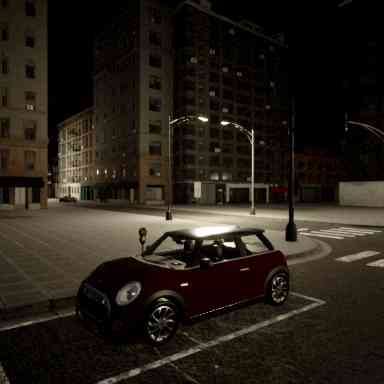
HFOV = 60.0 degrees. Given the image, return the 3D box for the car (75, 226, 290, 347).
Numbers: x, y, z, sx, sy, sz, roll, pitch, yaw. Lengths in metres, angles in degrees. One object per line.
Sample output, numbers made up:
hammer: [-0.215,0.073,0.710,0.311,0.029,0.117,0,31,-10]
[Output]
car: [-0.029,1.440,6.285,4.097,1.590,1.967,0,0,-38]

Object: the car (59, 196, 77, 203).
car: [-22.166,1.275,59.258,1.895,1.301,4.718,0,0,-39]
